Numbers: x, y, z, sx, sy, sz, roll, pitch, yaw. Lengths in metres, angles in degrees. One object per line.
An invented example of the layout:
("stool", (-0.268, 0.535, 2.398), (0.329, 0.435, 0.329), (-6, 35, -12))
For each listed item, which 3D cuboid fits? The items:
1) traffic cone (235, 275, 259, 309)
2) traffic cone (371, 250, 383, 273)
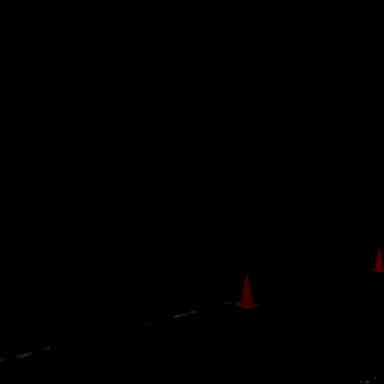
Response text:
("traffic cone", (1.088, 1.940, 6.556), (0.340, 0.580, 0.340), (0, 0, -34))
("traffic cone", (5.278, 1.929, 9.370), (0.340, 0.580, 0.340), (0, 0, -33))
